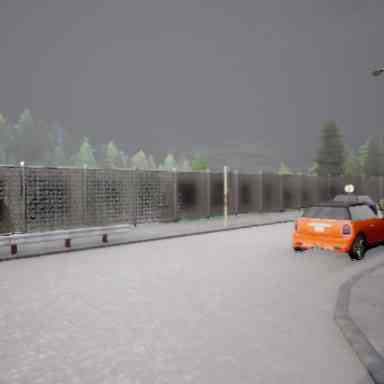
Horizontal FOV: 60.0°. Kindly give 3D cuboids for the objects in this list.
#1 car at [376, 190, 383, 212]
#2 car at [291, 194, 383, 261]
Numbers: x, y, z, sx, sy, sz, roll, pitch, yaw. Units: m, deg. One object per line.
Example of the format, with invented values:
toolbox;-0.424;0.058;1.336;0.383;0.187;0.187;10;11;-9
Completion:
car;17.693;0.750;28.373;4.553;1.767;2.097;-1;1;-41
car;5.410;1.117;11.663;4.553;1.767;2.097;-1;1;-44
